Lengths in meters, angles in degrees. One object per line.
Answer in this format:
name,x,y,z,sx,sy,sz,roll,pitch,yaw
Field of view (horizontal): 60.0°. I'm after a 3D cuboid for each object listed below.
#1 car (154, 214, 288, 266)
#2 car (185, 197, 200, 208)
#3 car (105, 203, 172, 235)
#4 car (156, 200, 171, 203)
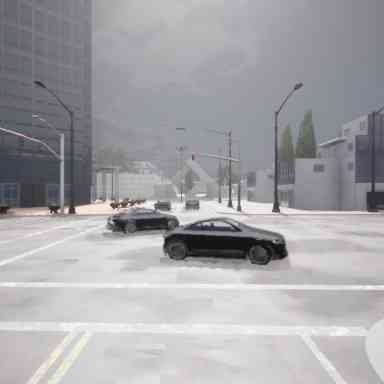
car,1.102,1.572,11.363,4.181,1.385,1.994,0,0,15
car,0.065,1.491,47.224,2.128,1.511,4.902,0,0,0
car,-2.809,1.585,19.094,4.181,1.385,1.994,0,0,-41
car,-3.615,1.601,41.553,1.895,1.301,4.718,0,0,0
